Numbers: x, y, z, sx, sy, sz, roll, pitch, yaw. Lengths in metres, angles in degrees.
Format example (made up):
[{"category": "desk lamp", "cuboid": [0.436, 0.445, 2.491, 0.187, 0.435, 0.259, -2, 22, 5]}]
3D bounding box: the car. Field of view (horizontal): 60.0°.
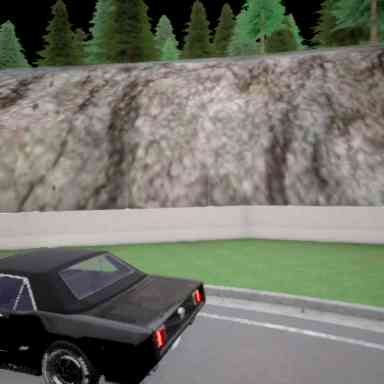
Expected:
[{"category": "car", "cuboid": [-2.308, 1.508, 4.671, 4.718, 1.301, 1.895, 0, 1, 18]}]
